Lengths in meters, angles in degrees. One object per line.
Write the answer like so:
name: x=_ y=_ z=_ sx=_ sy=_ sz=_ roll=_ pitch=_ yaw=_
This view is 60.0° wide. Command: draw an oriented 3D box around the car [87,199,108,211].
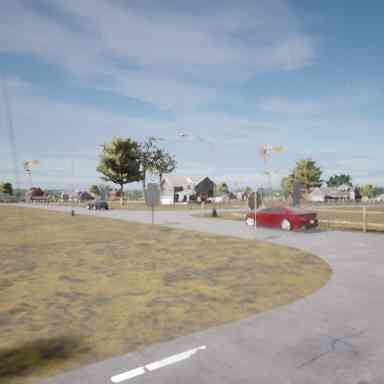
car: x=-13.441 y=1.831 z=47.287 sx=1.837 sy=1.490 sz=4.892 roll=-1 pitch=0 yaw=-35

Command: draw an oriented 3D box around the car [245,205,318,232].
car: x=5.431 y=1.541 z=20.811 sx=1.882 sy=1.535 sz=5.008 roll=0 pitch=0 yaw=-32
